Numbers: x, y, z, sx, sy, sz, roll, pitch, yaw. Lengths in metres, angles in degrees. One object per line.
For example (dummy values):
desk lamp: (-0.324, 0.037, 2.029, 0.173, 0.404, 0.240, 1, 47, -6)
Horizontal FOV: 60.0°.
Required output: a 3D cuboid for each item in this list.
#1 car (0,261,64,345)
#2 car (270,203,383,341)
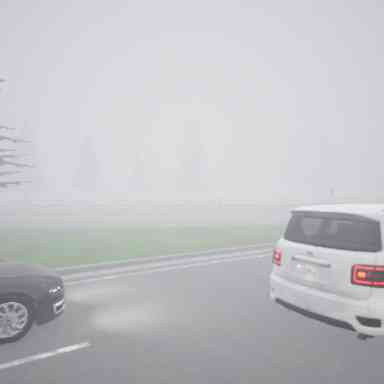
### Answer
car: (-4.409, 1.500, 4.744, 4.892, 1.490, 1.837, 1, 0, -36)
car: (3.943, 1.220, 6.203, 5.566, 2.045, 2.150, 0, 0, -33)
